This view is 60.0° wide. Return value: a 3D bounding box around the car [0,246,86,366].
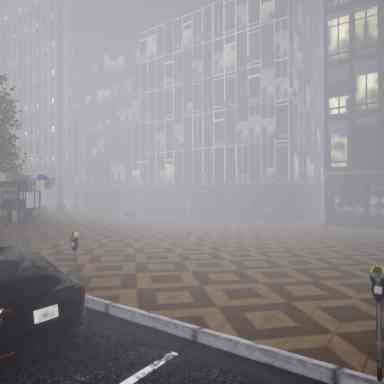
[{"bbox_3d":[-3.523,1.566,5.383,4.313,1.339,1.947,0,0,35],"label":"car"}]
